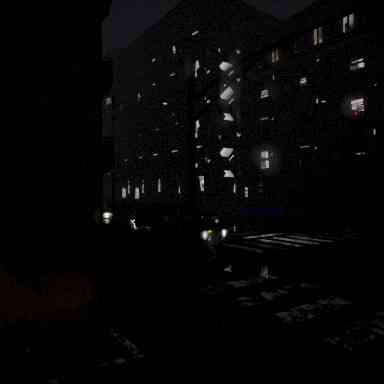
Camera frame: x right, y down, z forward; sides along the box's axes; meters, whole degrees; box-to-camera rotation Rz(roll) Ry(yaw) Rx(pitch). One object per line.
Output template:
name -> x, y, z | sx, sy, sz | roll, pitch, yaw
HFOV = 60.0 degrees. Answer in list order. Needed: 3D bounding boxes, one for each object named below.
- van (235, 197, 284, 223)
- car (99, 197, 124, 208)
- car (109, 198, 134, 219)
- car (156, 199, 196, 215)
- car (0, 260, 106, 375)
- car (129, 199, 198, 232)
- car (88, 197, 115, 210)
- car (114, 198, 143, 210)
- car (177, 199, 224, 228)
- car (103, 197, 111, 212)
van -> 4.975, 1.281, 24.922 | 1.690, 1.788, 3.998 | 0, 0, -36
car -> -11.616, 1.463, 47.858 | 1.887, 1.381, 4.507 | -1, 0, -36
car -> -5.350, 1.533, 29.308 | 1.994, 1.385, 4.181 | -1, 0, -37
car -> -1.761, 1.450, 34.235 | 1.752, 1.417, 4.829 | 0, 0, -36
car -> -3.559, 1.525, 4.030 | 4.829, 1.417, 1.752 | 0, 0, -35
car -> -1.826, 1.441, 20.026 | 1.967, 1.590, 4.097 | 0, 0, -36
car -> -12.049, 1.415, 44.039 | 1.882, 1.535, 5.008 | -1, 0, -36
car -> -8.298, 1.463, 43.271 | 1.887, 1.381, 4.507 | -1, 0, -36
car -> 0.043, 1.473, 21.859 | 2.128, 1.511, 4.902 | -1, 0, -36
car -> -11.337, 1.439, 37.608 | 1.882, 1.535, 5.008 | -1, 0, -36
